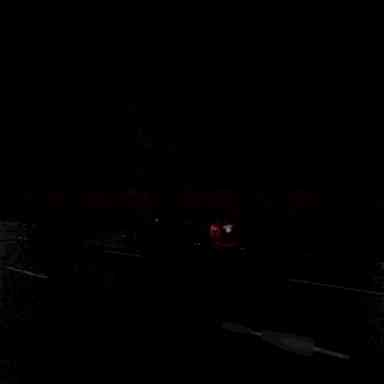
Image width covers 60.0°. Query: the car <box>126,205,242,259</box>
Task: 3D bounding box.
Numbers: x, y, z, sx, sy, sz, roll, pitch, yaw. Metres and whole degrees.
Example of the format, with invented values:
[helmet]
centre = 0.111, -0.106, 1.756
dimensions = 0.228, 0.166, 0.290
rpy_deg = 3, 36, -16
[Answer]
[car]
centre = -0.450, 1.354, 12.911
dimensions = 4.553, 1.767, 2.097
rpy_deg = 0, 0, 35
